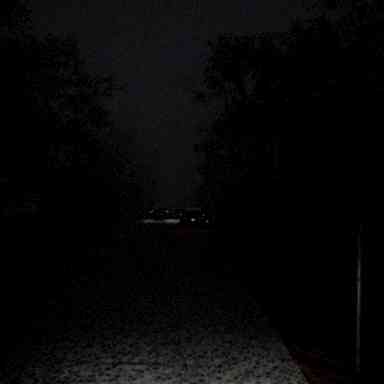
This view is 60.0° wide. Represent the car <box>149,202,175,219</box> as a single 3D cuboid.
[{"bbox_3d":[-2.927,1.722,31.676,1.882,1.535,5.008,0,-1,0],"label":"car"}]

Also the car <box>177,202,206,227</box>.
[{"bbox_3d":[0.053,1.665,24.053,1.812,1.442,4.674,0,-1,0],"label":"car"}]

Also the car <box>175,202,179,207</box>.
[{"bbox_3d":[-3.153,2.821,74.114,2.033,1.411,5.357,0,-2,-1],"label":"car"}]

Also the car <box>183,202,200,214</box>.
[{"bbox_3d":[-0.035,1.980,42.017,2.033,1.411,5.357,0,-1,0],"label":"car"}]
